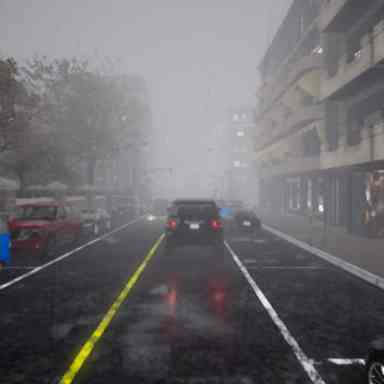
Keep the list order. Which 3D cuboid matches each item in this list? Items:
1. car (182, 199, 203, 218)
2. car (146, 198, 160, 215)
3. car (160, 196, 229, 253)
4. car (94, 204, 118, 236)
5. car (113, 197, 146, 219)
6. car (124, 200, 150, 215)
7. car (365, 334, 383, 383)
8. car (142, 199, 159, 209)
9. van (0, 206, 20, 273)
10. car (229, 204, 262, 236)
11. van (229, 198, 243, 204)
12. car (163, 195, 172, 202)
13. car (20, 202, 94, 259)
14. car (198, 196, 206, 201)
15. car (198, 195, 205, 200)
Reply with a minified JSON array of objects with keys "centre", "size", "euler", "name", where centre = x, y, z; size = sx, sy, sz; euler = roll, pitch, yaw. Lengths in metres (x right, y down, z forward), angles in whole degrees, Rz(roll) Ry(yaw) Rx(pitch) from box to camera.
[{"centre":[0.079,1.517,32.145],"size":[1.882,1.535,5.008],"euler":[0,0,0],"name":"car"},{"centre":[-3.112,1.393,33.907],"size":[2.097,1.767,4.553],"euler":[0,0,0],"name":"car"},{"centre":[0.085,1.240,13.867],"size":[2.150,2.045,5.566],"euler":[0,0,0],"name":"car"},{"centre":[-5.702,1.572,18.324],"size":[2.008,1.369,4.403],"euler":[0,0,0],"name":"car"},{"centre":[-5.709,1.350,29.395],"size":[2.192,1.841,5.009],"euler":[0,0,0],"name":"car"},{"centre":[-5.710,1.609,34.931],"size":[1.947,1.339,4.313],"euler":[0,0,0],"name":"car"},{"centre":[2.686,1.568,1.724],"size":[1.947,1.339,4.313],"euler":[0,0,0],"name":"car"},{"centre":[-5.716,1.640,46.000],"size":[1.802,1.307,4.206],"euler":[0,0,0],"name":"car"},{"centre":[-5.698,1.349,7.254],"size":[1.690,1.788,3.998],"euler":[0,0,0],"name":"van"},{"centre":[2.678,1.587,18.329],"size":[1.947,1.339,4.313],"euler":[0,0,0],"name":"car"},{"centre":[2.674,1.369,23.865],"size":[1.690,1.788,3.998],"euler":[0,0,0],"name":"van"},{"centre":[-5.734,1.545,78.411],"size":[1.967,1.590,4.097],"euler":[0,0,0],"name":"car"},{"centre":[-5.701,1.330,12.790],"size":[2.192,1.841,5.009],"euler":[0,0,0],"name":"car"},{"centre":[2.641,1.673,89.688],"size":[2.008,1.369,4.403],"euler":[0,0,0],"name":"car"},{"centre":[2.638,1.676,95.326],"size":[1.887,1.381,4.507],"euler":[0,0,0],"name":"car"}]
